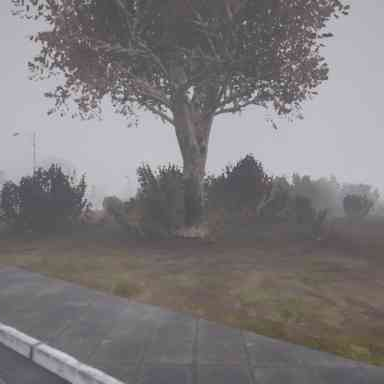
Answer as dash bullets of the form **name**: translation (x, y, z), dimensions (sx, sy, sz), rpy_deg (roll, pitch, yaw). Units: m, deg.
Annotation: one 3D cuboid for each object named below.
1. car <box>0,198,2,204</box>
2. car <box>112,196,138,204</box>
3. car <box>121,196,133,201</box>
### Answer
- **car**: translation (-22.782, 1.383, 38.567), dimensions (1.812, 1.442, 4.674), rpy_deg (0, 0, 33)
- **car**: translation (-12.226, 1.439, 60.788), dimensions (1.895, 1.301, 4.718), rpy_deg (0, 0, 34)
- **car**: translation (-10.512, 1.380, 57.056), dimensions (1.812, 1.442, 4.674), rpy_deg (0, 0, 34)
